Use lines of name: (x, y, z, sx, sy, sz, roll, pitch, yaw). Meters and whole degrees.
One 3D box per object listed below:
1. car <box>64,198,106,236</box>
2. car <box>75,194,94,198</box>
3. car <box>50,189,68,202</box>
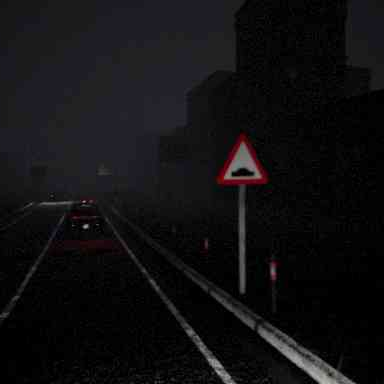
car: (-5.646, 1.336, 17.693, 2.128, 1.511, 4.902, -2, 2, -18)
car: (-10.896, 0.844, 33.705, 1.895, 1.301, 4.718, -2, 3, -18)
car: (-17.228, 0.337, 43.127, 1.882, 1.535, 5.008, -2, 3, -18)
